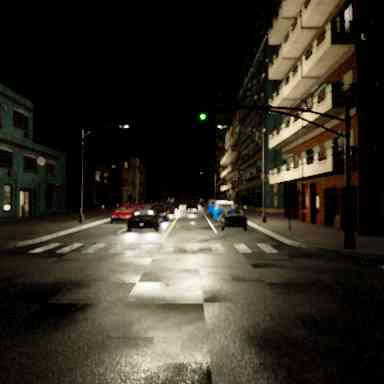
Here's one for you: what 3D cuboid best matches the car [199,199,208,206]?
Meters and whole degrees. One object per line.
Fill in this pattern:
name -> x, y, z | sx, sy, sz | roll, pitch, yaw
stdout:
car -> 2.699, 2.434, 78.425 | 1.887, 1.381, 4.507 | 1, -1, 0

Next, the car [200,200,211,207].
car -> 2.699, 2.337, 67.263 | 1.947, 1.339, 4.313 | 1, -1, 0

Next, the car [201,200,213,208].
car -> 2.699, 2.277, 61.683 | 1.947, 1.339, 4.313 | 1, -1, 0

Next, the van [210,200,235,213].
van -> 2.703, 1.675, 28.202 | 1.690, 1.788, 3.998 | 1, -1, 0

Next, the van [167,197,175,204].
van -> -5.678, 2.346, 89.545 | 1.690, 1.788, 3.998 | 1, -1, 0

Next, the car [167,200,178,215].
car -> -3.092, 2.043, 40.775 | 1.994, 1.385, 4.181 | 0, -1, 0

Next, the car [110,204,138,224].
car -> -5.681, 1.916, 28.163 | 1.802, 1.307, 4.206 | 1, -1, 0

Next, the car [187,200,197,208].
car -> -0.004, 2.246, 62.525 | 1.812, 1.442, 4.674 | 0, -1, 0

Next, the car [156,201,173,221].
car -> -3.095, 1.891, 30.864 | 1.812, 1.442, 4.674 | 0, -1, 0

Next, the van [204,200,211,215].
van -> 2.703, 1.804, 39.364 | 1.690, 1.788, 3.998 | 1, -1, 0

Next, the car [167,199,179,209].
car -> -3.032, 2.222, 53.399 | 1.895, 1.301, 4.718 | 0, -1, 0

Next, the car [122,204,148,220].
car -> -5.680, 1.943, 33.744 | 1.887, 1.381, 4.507 | 1, -1, 0

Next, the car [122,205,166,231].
car -> -3.091, 1.831, 22.392 | 1.994, 1.385, 4.181 | 0, -1, 0

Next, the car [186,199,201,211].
car -> -0.003, 2.084, 52.104 | 1.882, 1.535, 5.008 | 0, -1, 0

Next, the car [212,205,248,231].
car -> 2.700, 1.821, 22.621 | 2.008, 1.369, 4.403 | 1, -1, 0

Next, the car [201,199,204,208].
car -> 2.700, 2.116, 50.691 | 1.752, 1.417, 4.829 | 1, -1, 0

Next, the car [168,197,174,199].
car -> -5.682, 2.513, 83.963 | 1.947, 1.339, 4.313 | 1, -1, 0

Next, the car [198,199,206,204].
car -> 2.699, 2.556, 89.585 | 2.008, 1.369, 4.403 | 1, -1, 0
